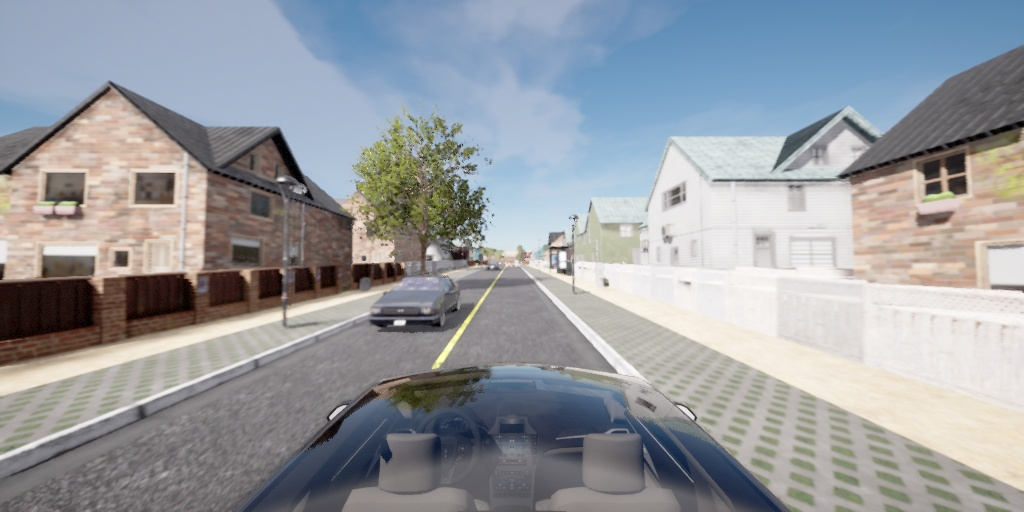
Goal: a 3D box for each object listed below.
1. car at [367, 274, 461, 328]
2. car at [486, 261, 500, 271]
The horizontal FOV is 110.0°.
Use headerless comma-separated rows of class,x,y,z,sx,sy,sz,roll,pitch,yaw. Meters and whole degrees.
car,-2.845,1.318,11.770,2.033,1.411,5.357,0,0,0
car,-2.845,1.472,54.132,2.128,1.511,4.902,0,0,0
